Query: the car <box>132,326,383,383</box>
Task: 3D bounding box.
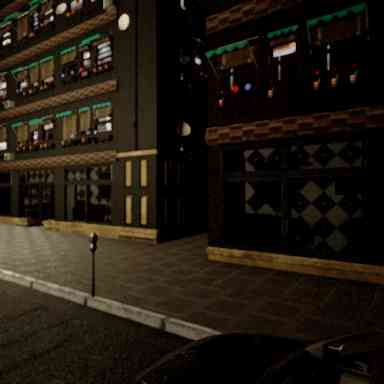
[{"bbox_3d":[1.447,1.551,1.842,4.403,1.369,2.008,0,0,36],"label":"car"}]
